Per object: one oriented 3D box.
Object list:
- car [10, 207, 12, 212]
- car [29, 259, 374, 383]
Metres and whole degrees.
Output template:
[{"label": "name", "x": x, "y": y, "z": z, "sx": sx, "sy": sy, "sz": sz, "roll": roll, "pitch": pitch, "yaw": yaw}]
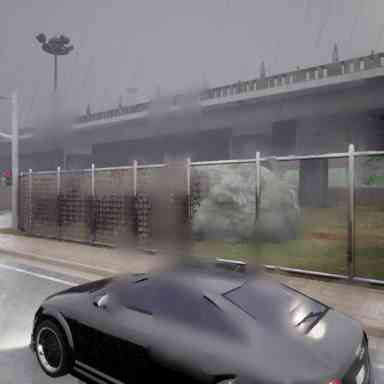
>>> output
[{"label": "car", "x": -15.513, "y": 1.277, "z": 34.198, "sx": 2.150, "sy": 2.045, "sz": 5.566, "roll": 0, "pitch": 0, "yaw": 35}, {"label": "car", "x": -0.146, "y": 1.564, "z": 4.094, "sx": 4.181, "sy": 1.385, "sz": 1.994, "roll": 0, "pitch": 0, "yaw": 36}]
